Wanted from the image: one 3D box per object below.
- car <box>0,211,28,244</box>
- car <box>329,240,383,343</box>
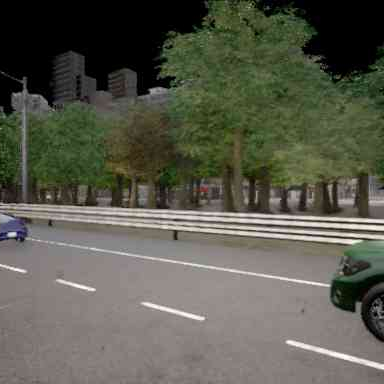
[{"bbox_3d":[-9.039,1.533,14.622,4.674,1.442,1.812,0,0,36],"label":"car"},{"bbox_3d":[4.957,1.224,4.633,5.566,2.045,2.150,0,0,35],"label":"car"}]
